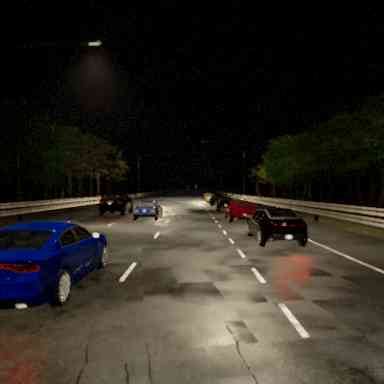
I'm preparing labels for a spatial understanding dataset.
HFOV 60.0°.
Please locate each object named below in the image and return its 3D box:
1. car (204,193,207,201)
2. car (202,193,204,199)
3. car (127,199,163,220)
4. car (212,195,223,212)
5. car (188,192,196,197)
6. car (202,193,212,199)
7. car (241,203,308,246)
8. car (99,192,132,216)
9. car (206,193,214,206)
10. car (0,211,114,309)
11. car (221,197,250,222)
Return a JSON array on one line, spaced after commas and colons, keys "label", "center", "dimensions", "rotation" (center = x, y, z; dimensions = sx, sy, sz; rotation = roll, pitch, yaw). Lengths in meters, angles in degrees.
[{"label": "car", "center": [3.487, 1.149, 57.613], "dimensions": [1.812, 1.442, 4.674], "rotation": [0, 0, 0]}, {"label": "car", "center": [3.484, 1.016, 68.611], "dimensions": [1.882, 1.535, 5.008], "rotation": [0, 1, 0]}, {"label": "car", "center": [-3.404, 1.394, 26.282], "dimensions": [2.033, 1.411, 5.357], "rotation": [0, 0, 0]}, {"label": "car", "center": [3.492, 1.288, 35.614], "dimensions": [1.837, 1.490, 4.892], "rotation": [0, 0, 0]}, {"label": "car", "center": [-0.019, 0.683, 88.041], "dimensions": [1.812, 1.442, 4.674], "rotation": [0, 1, 0]}, {"label": "car", "center": [3.482, 0.926, 79.638], "dimensions": [2.163, 1.488, 4.792], "rotation": [0, 1, 0]}, {"label": "car", "center": [3.597, 1.421, 14.733], "dimensions": [1.837, 1.490, 4.892], "rotation": [0, 0, 0]}, {"label": "car", "center": [-6.895, 1.040, 30.649], "dimensions": [2.150, 2.045, 5.566], "rotation": [0, 0, 0]}, {"label": "car", "center": [3.490, 1.135, 46.612], "dimensions": [2.033, 1.649, 4.856], "rotation": [0, 0, 0]}, {"label": "car", "center": [-3.403, 1.435, 7.873], "dimensions": [1.882, 1.535, 5.008], "rotation": [0, 0, 0]}, {"label": "car", "center": [3.494, 1.335, 24.614], "dimensions": [1.882, 1.535, 5.008], "rotation": [0, 0, 0]}]
